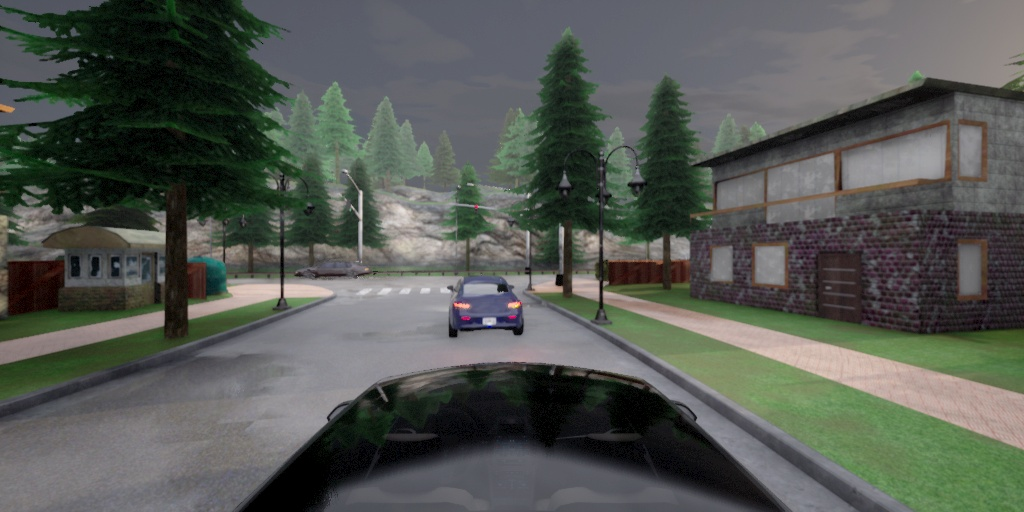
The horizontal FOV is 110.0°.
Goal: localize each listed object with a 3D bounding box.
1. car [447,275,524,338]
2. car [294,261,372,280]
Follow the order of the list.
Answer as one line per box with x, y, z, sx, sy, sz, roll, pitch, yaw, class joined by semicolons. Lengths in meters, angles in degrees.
-0.840;1.260;10.137;1.812;1.442;4.674;0;0;-9;car
-13.933;1.086;28.211;5.357;1.411;2.033;0;0;-14;car
